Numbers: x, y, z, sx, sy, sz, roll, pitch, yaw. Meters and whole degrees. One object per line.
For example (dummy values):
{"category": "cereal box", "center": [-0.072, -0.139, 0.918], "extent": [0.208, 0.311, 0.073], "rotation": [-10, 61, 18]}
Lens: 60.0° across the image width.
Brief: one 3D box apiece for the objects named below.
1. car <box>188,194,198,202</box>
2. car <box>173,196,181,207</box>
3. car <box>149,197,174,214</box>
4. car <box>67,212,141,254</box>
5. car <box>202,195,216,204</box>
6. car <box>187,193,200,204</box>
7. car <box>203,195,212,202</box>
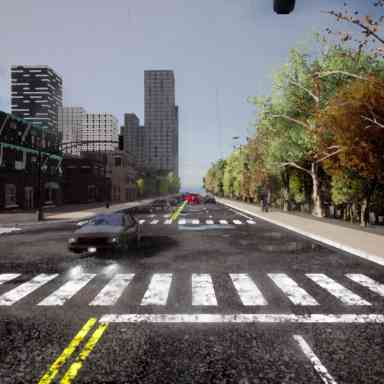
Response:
{"category": "car", "center": [0.164, 1.325, 72.781], "extent": [2.097, 1.767, 4.553], "rotation": [0, 0, 0]}
{"category": "car", "center": [-3.237, 1.545, 51.362], "extent": [1.994, 1.385, 4.181], "rotation": [0, 0, 0]}
{"category": "car", "center": [-3.277, 1.494, 34.835], "extent": [1.837, 1.490, 4.892], "rotation": [0, 0, 0]}
{"category": "car", "center": [-3.323, 1.544, 13.745], "extent": [2.033, 1.411, 5.357], "rotation": [0, 0, 0]}
{"category": "car", "center": [3.482, 1.540, 63.126], "extent": [1.994, 1.385, 4.181], "rotation": [0, 0, 0]}
{"category": "car", "center": [0.228, 1.198, 62.214], "extent": [2.150, 2.045, 5.566], "rotation": [0, 0, 1]}
{"category": "car", "center": [3.402, 1.471, 73.082], "extent": [1.837, 1.490, 4.892], "rotation": [0, 0, 0]}
